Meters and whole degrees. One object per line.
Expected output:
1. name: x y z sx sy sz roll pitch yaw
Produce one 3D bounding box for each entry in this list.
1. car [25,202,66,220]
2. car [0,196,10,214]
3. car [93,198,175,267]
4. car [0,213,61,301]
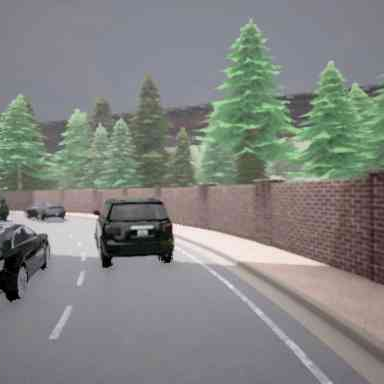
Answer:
1. car: -12.096 1.554 27.270 2.128 1.511 4.902 -1 0 -45
2. car: -16.874 1.337 26.998 5.566 2.045 2.150 -1 0 40
3. car: -2.212 1.217 11.808 2.150 2.045 5.566 0 0 -18
4. car: -4.801 1.523 8.173 2.128 1.511 4.902 -1 0 -14
